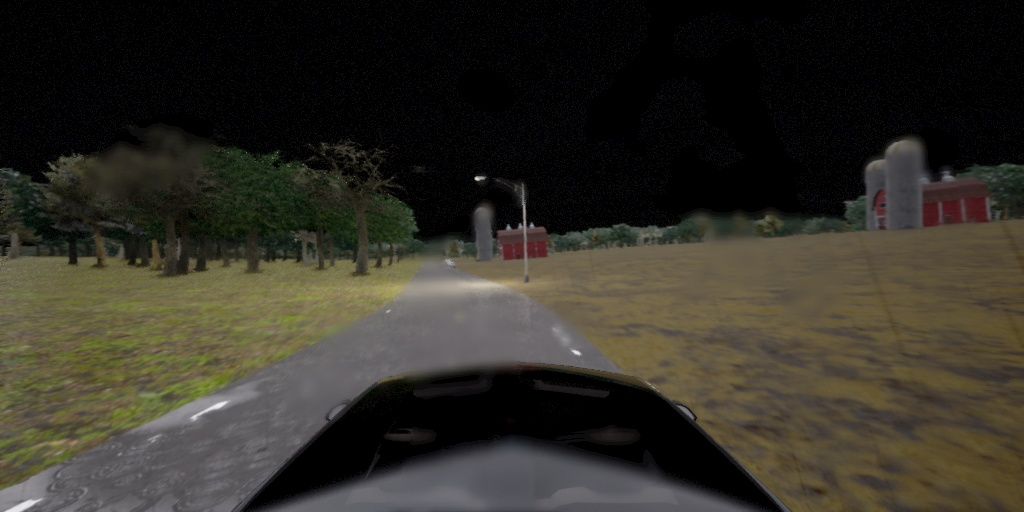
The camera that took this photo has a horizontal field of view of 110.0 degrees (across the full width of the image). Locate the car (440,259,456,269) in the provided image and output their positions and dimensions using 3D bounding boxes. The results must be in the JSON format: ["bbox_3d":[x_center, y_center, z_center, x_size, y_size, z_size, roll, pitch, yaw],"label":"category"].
[{"bbox_3d":[-9.688,1.191,55.479,1.812,1.442,4.674,-2,0,-13],"label":"car"}]
